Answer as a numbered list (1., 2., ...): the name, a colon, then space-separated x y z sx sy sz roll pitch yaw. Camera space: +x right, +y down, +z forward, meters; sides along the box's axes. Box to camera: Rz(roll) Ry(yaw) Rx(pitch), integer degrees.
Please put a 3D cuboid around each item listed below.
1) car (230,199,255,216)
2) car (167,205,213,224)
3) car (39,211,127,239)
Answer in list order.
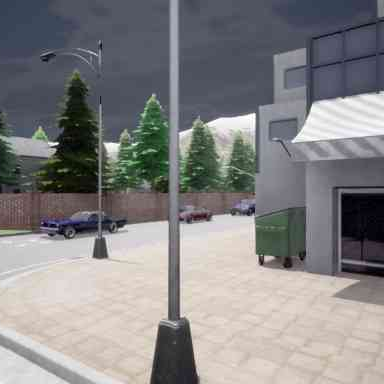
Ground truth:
1. car: 5.884 1.528 35.091 2.097 1.767 4.553 0 0 37
2. car: -0.108 1.740 27.008 1.994 1.385 4.181 0 0 37
3. car: -6.089 1.777 18.942 1.895 1.301 4.718 0 0 37
